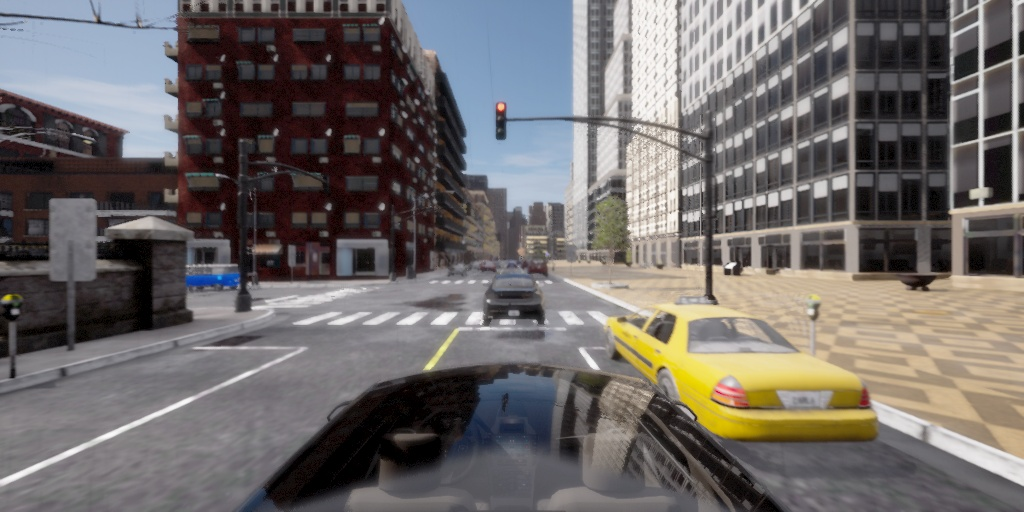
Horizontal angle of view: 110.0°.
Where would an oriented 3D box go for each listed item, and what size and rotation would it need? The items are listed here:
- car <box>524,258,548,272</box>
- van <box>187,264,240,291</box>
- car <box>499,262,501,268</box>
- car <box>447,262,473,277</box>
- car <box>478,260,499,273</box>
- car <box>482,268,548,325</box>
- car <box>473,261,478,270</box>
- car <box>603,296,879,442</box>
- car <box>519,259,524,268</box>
[{"bbox_3d":[2.690,1.217,37.842,2.192,1.841,5.009,0,0,0],"label":"car"},{"bbox_3d":[-20.766,1.482,24.602,3.998,1.789,1.690,0,0,-1],"label":"van"},{"bbox_3d":[-3.027,1.604,64.713,1.994,1.385,4.181,0,0,1],"label":"car"},{"bbox_3d":[-5.690,1.453,37.843,2.007,1.370,4.403,0,0,0],"label":"car"},{"bbox_3d":[-3.084,1.429,47.989,1.882,1.535,5.008,0,0,0],"label":"car"},{"bbox_3d":[0.066,1.311,12.095,1.837,1.490,4.892,0,0,0],"label":"car"},{"bbox_3d":[-5.690,1.536,54.422,2.007,1.370,4.403,0,0,0],"label":"car"},{"bbox_3d":[2.689,1.290,5.600,1.751,1.417,4.829,0,0,0],"label":"car"},{"bbox_3d":[2.691,1.329,59.947,2.192,1.841,5.009,0,0,0],"label":"car"}]
